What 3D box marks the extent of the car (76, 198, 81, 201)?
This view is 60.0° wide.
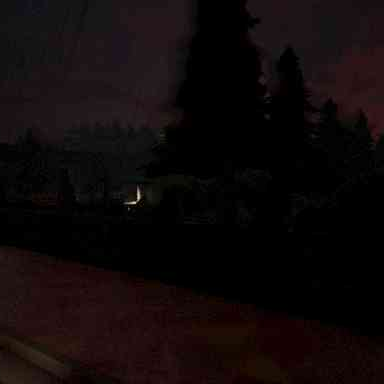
[{"bbox_3d":[-19.879,1.506,53.088,1.812,1.442,4.674,0,1,35],"label":"car"}]

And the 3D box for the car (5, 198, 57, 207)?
[{"bbox_3d":[-14.869,1.506,29.739,1.837,1.490,4.892,0,0,36],"label":"car"}]

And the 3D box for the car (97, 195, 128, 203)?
[{"bbox_3d":[-9.533,1.522,43.158,1.812,1.442,4.674,0,0,36],"label":"car"}]

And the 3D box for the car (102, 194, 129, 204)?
[{"bbox_3d":[-14.056,1.186,61.207,1.837,1.490,4.892,0,3,36],"label":"car"}]

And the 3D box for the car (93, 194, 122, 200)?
[{"bbox_3d":[-14.544,1.391,54.532,2.128,1.511,4.902,0,2,36],"label":"car"}]

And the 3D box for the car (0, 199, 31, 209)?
[{"bbox_3d":[-25.015,1.601,45.941,1.895,1.301,4.718,0,0,36],"label":"car"}]

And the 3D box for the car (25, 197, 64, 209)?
[{"bbox_3d":[-20.441,1.526,46.306,1.812,1.442,4.674,0,0,36],"label":"car"}]
